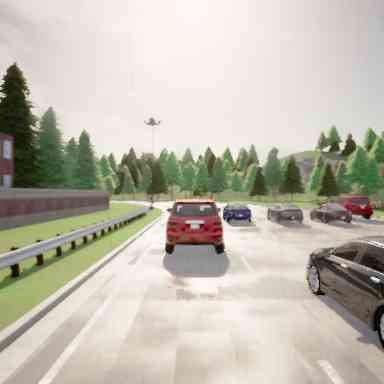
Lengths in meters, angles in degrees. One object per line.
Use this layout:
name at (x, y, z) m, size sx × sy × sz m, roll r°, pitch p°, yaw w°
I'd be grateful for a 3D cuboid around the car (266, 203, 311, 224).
car at (7.090, 1.609, 25.749) m, size 2.128 × 1.511 × 4.902 m, roll 0°, pitch 0°, yaw 0°

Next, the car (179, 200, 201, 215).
car at (-0.297, 1.659, 36.817) m, size 2.128 × 1.511 × 4.902 m, roll 0°, pitch 0°, yaw -5°

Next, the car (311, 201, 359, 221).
car at (10.590, 1.642, 25.623) m, size 1.812 × 1.442 × 4.674 m, roll 0°, pitch 0°, yaw 0°

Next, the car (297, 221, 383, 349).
car at (3.598, 1.534, 5.898) m, size 1.837 × 1.490 × 4.892 m, roll 0°, pitch 0°, yaw 0°

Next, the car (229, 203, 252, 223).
car at (3.581, 1.601, 27.110) m, size 1.882 × 1.535 × 5.008 m, roll 0°, pitch 0°, yaw 0°

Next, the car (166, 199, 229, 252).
car at (0.097, 1.288, 14.244) m, size 2.150 × 2.045 × 5.566 m, roll 0°, pitch 0°, yaw 0°

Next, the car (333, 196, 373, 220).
car at (14.052, 1.359, 30.117) m, size 2.150 × 2.045 × 5.566 m, roll 0°, pitch 0°, yaw -1°
